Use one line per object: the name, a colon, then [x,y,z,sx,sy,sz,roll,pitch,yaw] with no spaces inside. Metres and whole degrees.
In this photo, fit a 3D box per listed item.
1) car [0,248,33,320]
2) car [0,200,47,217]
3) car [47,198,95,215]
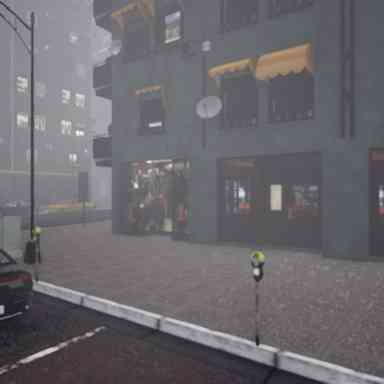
car: [-4.702,1.551,6.218,4.403,1.369,2.008,0,0,35]
car: [-14.280,1.348,26.221,2.008,1.369,4.403,1,1,35]
car: [-11.194,1.247,30.648,1.752,1.417,4.829,1,1,35]
